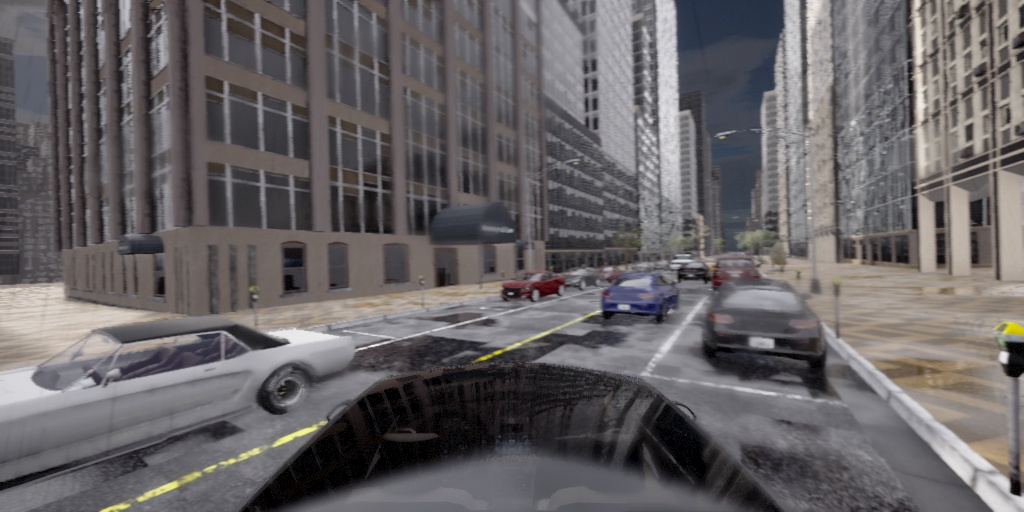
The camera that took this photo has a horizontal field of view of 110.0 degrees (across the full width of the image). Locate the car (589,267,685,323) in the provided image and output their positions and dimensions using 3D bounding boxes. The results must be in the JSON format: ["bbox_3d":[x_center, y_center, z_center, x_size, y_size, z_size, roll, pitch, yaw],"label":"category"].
[{"bbox_3d":[4.383,1.258,12.036,1.812,1.442,4.674,-2,-1,32],"label":"car"}]

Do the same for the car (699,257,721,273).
[{"bbox_3d":[22.653,0.998,40.939,1.801,1.575,5.366,-2,-1,32],"label":"car"}]

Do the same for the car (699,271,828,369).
[{"bbox_3d":[5.196,1.202,7.639,1.812,1.442,4.674,-2,-1,32],"label":"car"}]

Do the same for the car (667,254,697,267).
[{"bbox_3d":[20.697,0.838,43.463,2.150,2.045,5.566,-2,-1,32],"label":"car"}]

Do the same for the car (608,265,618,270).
[{"bbox_3d":[7.262,1.376,27.315,1.802,1.307,4.207,0,0,32],"label":"car"}]

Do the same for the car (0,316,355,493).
[{"bbox_3d":[-4.453,1.477,4.110,1.895,1.301,4.718,-2,-1,32],"label":"car"}]

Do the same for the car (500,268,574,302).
[{"bbox_3d":[1.160,1.403,17.724,1.888,1.381,4.507,0,0,32],"label":"car"}]

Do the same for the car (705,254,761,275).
[{"bbox_3d":[11.279,0.934,18.021,2.192,1.841,5.009,0,0,32],"label":"car"}]

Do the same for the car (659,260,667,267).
[{"bbox_3d":[19.466,1.215,46.495,2.007,1.370,4.403,0,0,32],"label":"car"}]

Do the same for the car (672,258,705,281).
[{"bbox_3d":[13.124,1.119,25.775,1.882,1.535,5.008,-2,-1,32],"label":"car"}]

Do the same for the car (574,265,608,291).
[{"bbox_3d":[4.210,1.376,22.520,2.007,1.370,4.403,0,0,32],"label":"car"}]

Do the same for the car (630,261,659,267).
[{"bbox_3d":[13.364,1.280,36.905,2.007,1.370,4.403,0,0,32],"label":"car"}]
